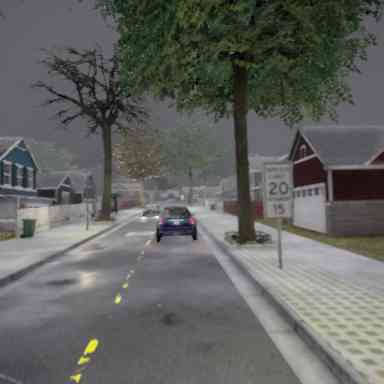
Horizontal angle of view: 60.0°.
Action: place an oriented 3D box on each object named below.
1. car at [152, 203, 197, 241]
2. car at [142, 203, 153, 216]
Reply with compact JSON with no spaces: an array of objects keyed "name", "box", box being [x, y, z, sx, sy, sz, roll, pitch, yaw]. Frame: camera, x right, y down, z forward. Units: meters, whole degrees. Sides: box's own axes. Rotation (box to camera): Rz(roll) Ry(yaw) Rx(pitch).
[{"name":"car","box":[-0.878,1.570,18.498,2.097,1.767,4.553,-1,-1,-3]},{"name":"car","box":[-4.818,2.115,40.084,1.812,1.442,4.674,-1,-1,-3]}]
